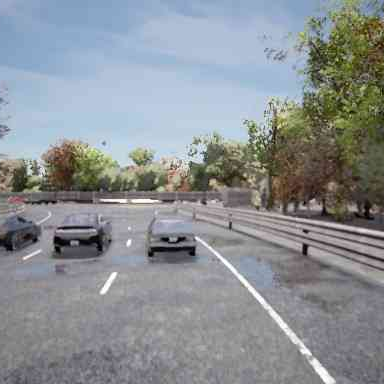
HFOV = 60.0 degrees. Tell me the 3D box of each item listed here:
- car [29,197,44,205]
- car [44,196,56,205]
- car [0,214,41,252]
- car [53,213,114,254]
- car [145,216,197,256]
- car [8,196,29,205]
[{"bbox_3d":[-38.015,2.341,79.301,4.892,1.490,1.837,-1,-1,41],"label":"car"},{"bbox_3d":[-35.638,2.086,81.872,5.566,2.045,2.150,-1,-1,41],"label":"car"},{"bbox_3d":[-8.091,1.687,14.408,1.812,1.442,4.674,0,0,-8],"label":"car"},{"bbox_3d":[-4.565,1.651,14.448,2.128,1.511,4.902,0,0,-8],"label":"car"},{"bbox_3d":[-0.957,1.696,13.886,2.033,1.411,5.357,0,-1,-7],"label":"car"},{"bbox_3d":[-40.437,2.046,76.776,5.566,2.045,2.150,-1,-1,41],"label":"car"}]
